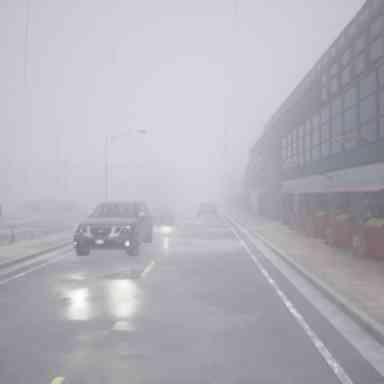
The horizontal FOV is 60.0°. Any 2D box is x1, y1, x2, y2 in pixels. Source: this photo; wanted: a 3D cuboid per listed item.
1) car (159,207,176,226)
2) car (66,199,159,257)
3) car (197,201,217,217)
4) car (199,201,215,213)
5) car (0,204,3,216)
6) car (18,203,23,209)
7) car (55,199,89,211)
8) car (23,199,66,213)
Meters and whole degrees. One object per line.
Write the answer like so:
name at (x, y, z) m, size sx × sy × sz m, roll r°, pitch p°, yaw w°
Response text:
car at (-2.363, 1.865, 26.331) m, size 1.994 × 1.385 × 4.181 m, roll 0°, pitch -1°, yaw 3°
car at (-3.017, 1.382, 14.076) m, size 2.150 × 2.045 × 5.566 m, roll 0°, pitch -1°, yaw 3°
car at (1.677, 1.775, 36.486) m, size 2.097 × 1.767 × 4.553 m, roll 0°, pitch -1°, yaw 3°
car at (2.093, 2.029, 46.353) m, size 2.128 × 1.511 × 4.902 m, roll 0°, pitch -1°, yaw 3°
car at (-16.586, 1.363, 25.346) m, size 3.866 × 1.878 × 1.905 m, roll 0°, pitch -1°, yaw 2°
car at (-22.914, 1.842, 48.527) m, size 4.514 × 1.523 × 2.007 m, roll 0°, pitch -1°, yaw 2°
car at (-16.038, 1.739, 44.549) m, size 3.806 × 1.475 × 1.970 m, roll 0°, pitch -1°, yaw 2°
car at (-16.006, 1.587, 38.125) m, size 5.027 × 1.636 × 2.152 m, roll 0°, pitch -1°, yaw 2°
